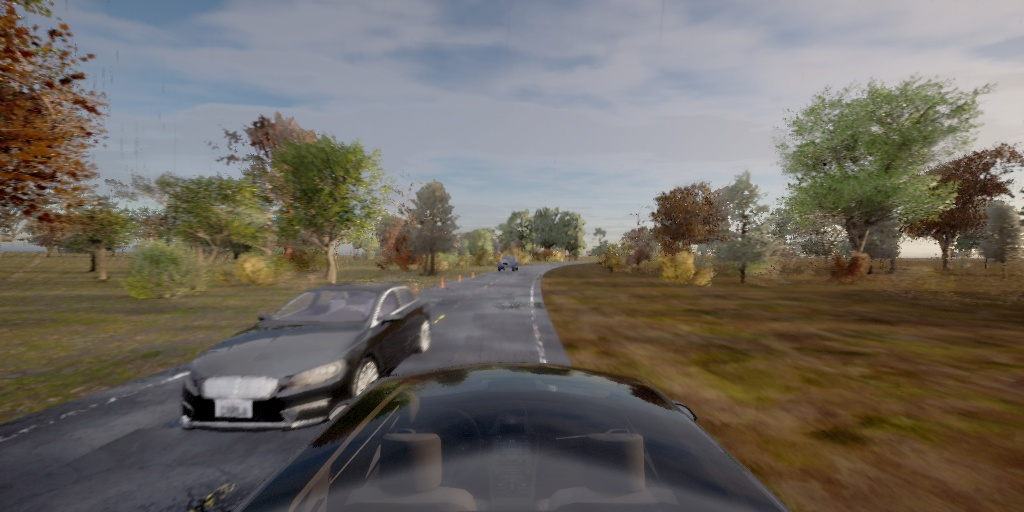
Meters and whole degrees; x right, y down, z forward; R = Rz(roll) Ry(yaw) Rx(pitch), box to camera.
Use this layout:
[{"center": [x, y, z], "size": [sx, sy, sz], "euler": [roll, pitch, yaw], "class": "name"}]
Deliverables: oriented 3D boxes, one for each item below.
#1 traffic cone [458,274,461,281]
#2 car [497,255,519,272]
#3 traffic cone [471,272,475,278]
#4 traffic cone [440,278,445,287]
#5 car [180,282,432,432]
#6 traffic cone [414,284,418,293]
[{"center": [-4.048, 1.673, 27.811], "size": [0.340, 0.580, 0.340], "euler": [0, 0, 5], "class": "traffic cone"}, {"center": [-0.417, 0.920, 47.631], "size": [2.150, 2.045, 5.566], "euler": [1, 0, 9], "class": "car"}, {"center": [-3.569, 1.678, 32.836], "size": [0.340, 0.580, 0.340], "euler": [0, 0, 6], "class": "traffic cone"}, {"center": [-4.439, 1.669, 22.780], "size": [0.340, 0.580, 0.340], "euler": [0, 0, 4], "class": "traffic cone"}, {"center": [-2.667, 1.218, 5.928], "size": [2.128, 1.511, 4.902], "euler": [0, 0, 1], "class": "car"}, {"center": [-4.744, 1.665, 17.742], "size": [0.340, 0.580, 0.340], "euler": [0, 0, 3], "class": "traffic cone"}]
